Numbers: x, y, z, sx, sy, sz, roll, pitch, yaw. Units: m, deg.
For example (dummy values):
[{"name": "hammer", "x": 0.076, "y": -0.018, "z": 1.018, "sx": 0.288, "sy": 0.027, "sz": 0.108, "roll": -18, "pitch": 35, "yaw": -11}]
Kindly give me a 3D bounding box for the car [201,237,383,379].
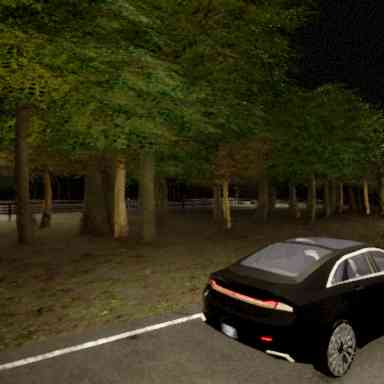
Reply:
[{"name": "car", "x": 2.407, "y": 1.532, "z": 5.596, "sx": 4.902, "sy": 1.511, "sz": 2.128, "roll": 1, "pitch": 0, "yaw": -37}]
